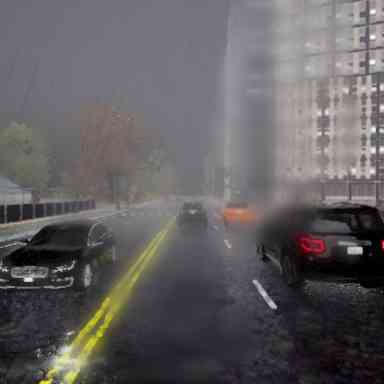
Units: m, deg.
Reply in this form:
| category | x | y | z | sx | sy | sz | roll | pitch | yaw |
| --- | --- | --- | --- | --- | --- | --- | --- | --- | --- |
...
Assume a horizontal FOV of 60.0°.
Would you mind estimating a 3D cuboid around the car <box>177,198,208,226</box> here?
| category | x | y | z | sx | sy | sz | roll | pitch | yaw |
| --- | --- | --- | --- | --- | --- | --- | --- | --- | --- |
| car | 0.127 | 1.554 | 25.407 | 2.097 | 1.767 | 4.553 | 0 | 0 | 0 |

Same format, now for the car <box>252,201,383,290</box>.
| category | x | y | z | sx | sy | sz | roll | pitch | yaw |
| --- | --- | --- | --- | --- | --- | --- | --- | --- | --- |
| car | 3.354 | 1.297 | 9.470 | 2.150 | 2.045 | 5.566 | 0 | 0 | 1 |

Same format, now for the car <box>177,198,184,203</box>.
| category | x | y | z | sx | sy | sz | roll | pitch | yaw |
| --- | --- | --- | --- | --- | --- | --- | --- | --- | --- |
| car | -3.125 | 2.306 | 89.409 | 1.812 | 1.442 | 4.674 | 0 | -1 | 0 |

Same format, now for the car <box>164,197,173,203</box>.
| category | x | y | z | sx | sy | sz | roll | pitch | yaw |
| --- | --- | --- | --- | --- | --- | --- | --- | --- | --- |
| car | -6.375 | 2.137 | 89.447 | 2.097 | 1.767 | 4.553 | 0 | -1 | 0 |

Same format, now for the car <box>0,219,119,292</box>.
| category | x | y | z | sx | sy | sz | roll | pitch | yaw |
| --- | --- | --- | --- | --- | --- | --- | --- | --- | --- |
| car | -3.338 | 1.578 | 9.230 | 1.837 | 1.490 | 4.892 | 0 | -1 | 0 |

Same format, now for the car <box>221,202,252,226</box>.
| category | x | y | z | sx | sy | sz | roll | pitch | yaw |
| --- | --- | --- | --- | --- | --- | --- | --- | --- | --- |
| car | 3.376 | 1.554 | 25.412 | 2.097 | 1.767 | 4.553 | 0 | 0 | 0 |
